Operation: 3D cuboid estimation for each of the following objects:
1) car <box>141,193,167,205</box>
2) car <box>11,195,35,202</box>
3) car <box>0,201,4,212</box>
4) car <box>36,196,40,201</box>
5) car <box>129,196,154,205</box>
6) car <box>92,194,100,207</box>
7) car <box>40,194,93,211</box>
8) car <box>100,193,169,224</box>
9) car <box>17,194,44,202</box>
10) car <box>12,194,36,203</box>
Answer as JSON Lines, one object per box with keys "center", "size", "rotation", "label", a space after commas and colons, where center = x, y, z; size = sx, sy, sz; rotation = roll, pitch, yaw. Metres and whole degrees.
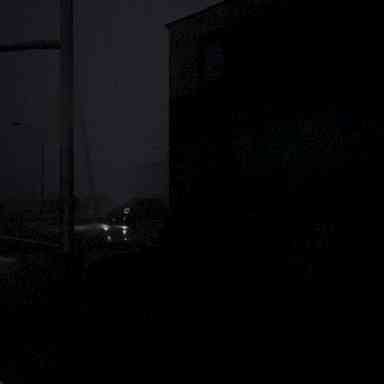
{"center": [-5.916, 1.092, 52.234], "size": [1.905, 1.878, 3.866], "rotation": [0, 0, 35], "label": "car"}
{"center": [-38.758, 1.355, 76.311], "size": [2.007, 1.523, 4.514], "rotation": [0, 0, 35], "label": "car"}
{"center": [-20.409, 1.248, 31.952], "size": [1.970, 1.475, 3.806], "rotation": [0, 0, 35], "label": "car"}
{"center": [-22.886, 1.313, 55.559], "size": [2.007, 1.523, 4.514], "rotation": [0, 0, 35], "label": "car"}
{"center": [-8.266, 1.376, 54.664], "size": [1.970, 1.475, 3.806], "rotation": [0, 0, 35], "label": "car"}
{"center": [-13.163, 1.113, 47.741], "size": [1.932, 1.855, 4.605], "rotation": [0, 0, 35], "label": "car"}
{"center": [-13.332, 1.313, 35.560], "size": [2.007, 1.523, 4.514], "rotation": [0, 0, 35], "label": "car"}
{"center": [-3.627, 1.176, 22.802], "size": [2.097, 1.767, 4.553], "rotation": [0, 0, 36], "label": "car"}
{"center": [-36.174, 1.346, 74.530], "size": [2.152, 1.636, 5.027], "rotation": [0, 0, 35], "label": "car"}
{"center": [-30.994, 1.335, 61.401], "size": [1.845, 1.501, 3.633], "rotation": [0, 0, 35], "label": "car"}
